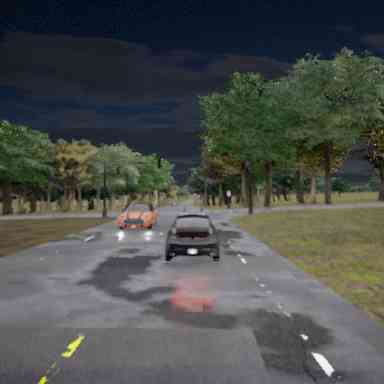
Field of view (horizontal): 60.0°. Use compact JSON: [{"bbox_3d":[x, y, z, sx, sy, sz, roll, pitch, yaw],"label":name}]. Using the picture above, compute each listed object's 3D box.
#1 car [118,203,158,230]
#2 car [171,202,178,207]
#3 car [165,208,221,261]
[{"bbox_3d":[-3.559,1.545,22.592,2.097,1.767,4.553,0,-1,0],"label":"car"},{"bbox_3d":[-4.727,3.384,92.435,2.128,1.511,4.902,0,-2,-1],"label":"car"},{"bbox_3d":[0.037,1.597,12.699,1.837,1.490,4.892,0,0,0],"label":"car"}]
